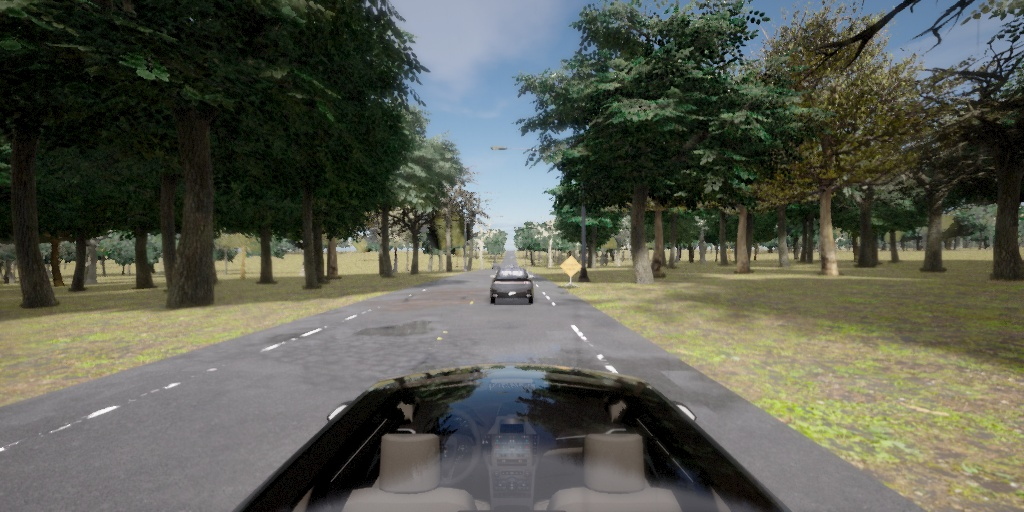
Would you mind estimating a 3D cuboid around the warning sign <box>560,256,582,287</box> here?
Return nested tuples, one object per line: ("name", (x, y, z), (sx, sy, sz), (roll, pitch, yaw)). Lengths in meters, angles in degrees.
("warning sign", (3.550, 0.915, 21.747), (1.300, 1.860, 1.060), (0, 0, 0))

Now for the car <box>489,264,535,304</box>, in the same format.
("car", (0.000, 1.275, 16.505), (2.128, 1.511, 4.902), (0, 0, 0))
